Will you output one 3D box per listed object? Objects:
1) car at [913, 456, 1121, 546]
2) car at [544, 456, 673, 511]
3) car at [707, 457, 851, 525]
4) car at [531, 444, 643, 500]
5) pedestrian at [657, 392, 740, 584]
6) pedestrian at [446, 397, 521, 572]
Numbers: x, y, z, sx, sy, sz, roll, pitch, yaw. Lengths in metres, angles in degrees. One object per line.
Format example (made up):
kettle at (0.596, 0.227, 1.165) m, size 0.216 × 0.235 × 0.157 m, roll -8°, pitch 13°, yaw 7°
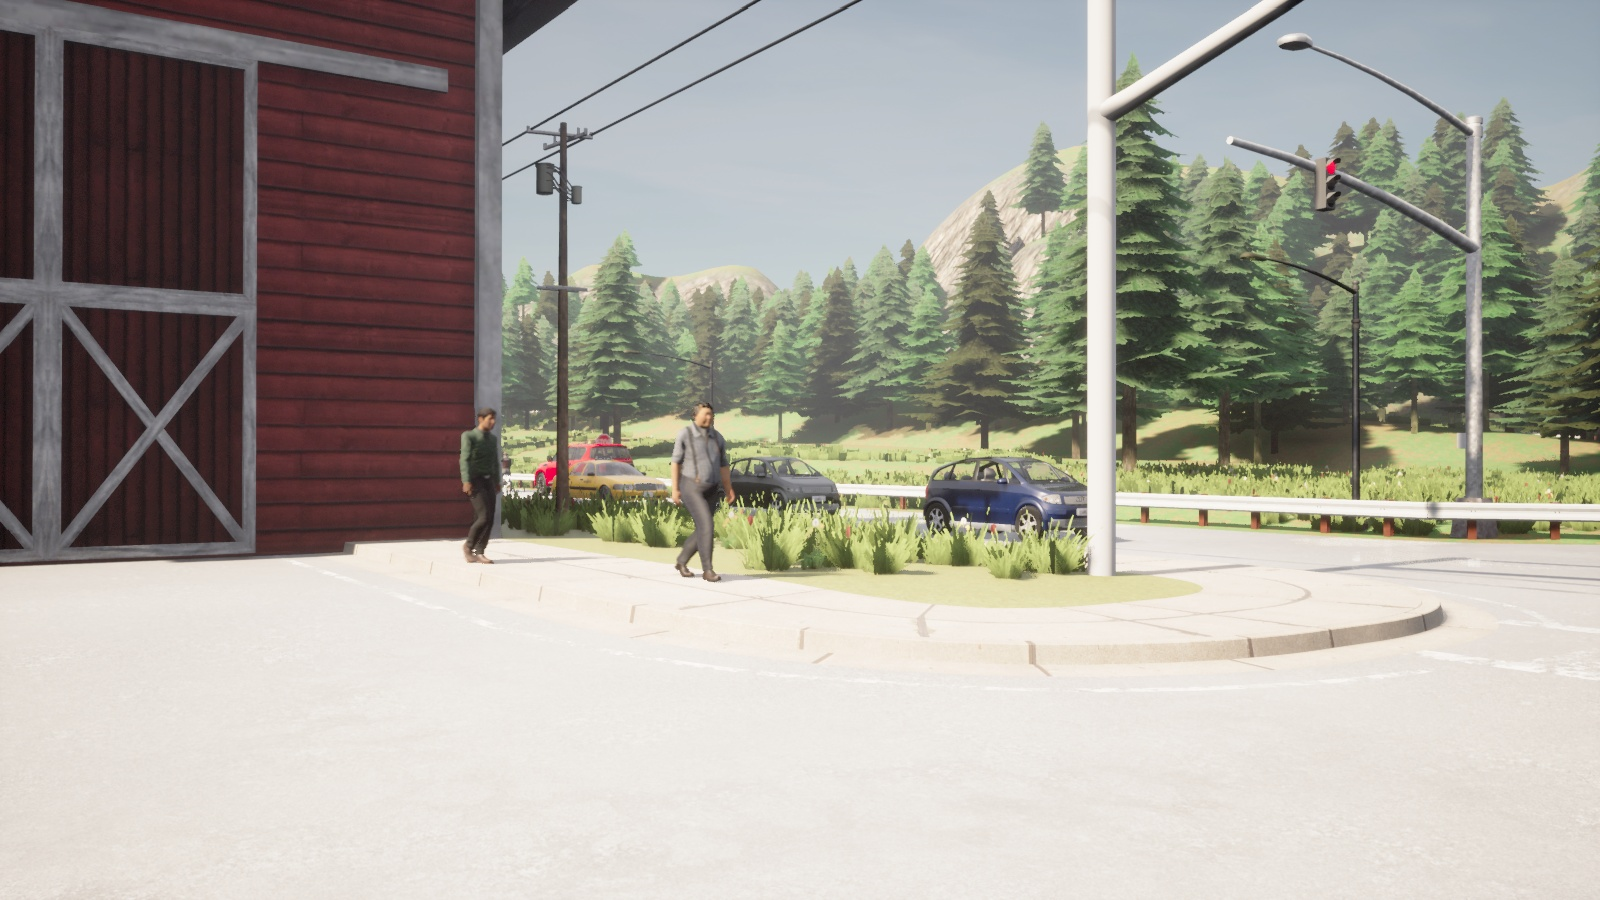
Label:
car at (4.008, 0.891, 23.679) m, size 1.789 × 1.549 × 3.705 m, roll 0°, pitch 0°, yaw -34°
car at (-5.980, 0.969, 38.589) m, size 1.801 × 1.575 × 5.366 m, roll 0°, pitch 0°, yaw -34°
car at (-0.572, 0.945, 30.515) m, size 1.789 × 1.549 × 3.705 m, roll 0°, pitch 0°, yaw -34°
car at (-8.285, 0.815, 48.326) m, size 2.150 × 2.045 × 5.566 m, roll 0°, pitch 0°, yaw -34°
pedestrian at (-1.017, 0.372, 12.531) m, size 0.540 × 1.848 × 0.694 m, roll 0°, pitch 0°, yaw -37°
pedestrian at (-3.629, 0.389, 14.375) m, size 0.788 × 1.949 × 0.423 m, roll 0°, pitch 0°, yaw 36°
